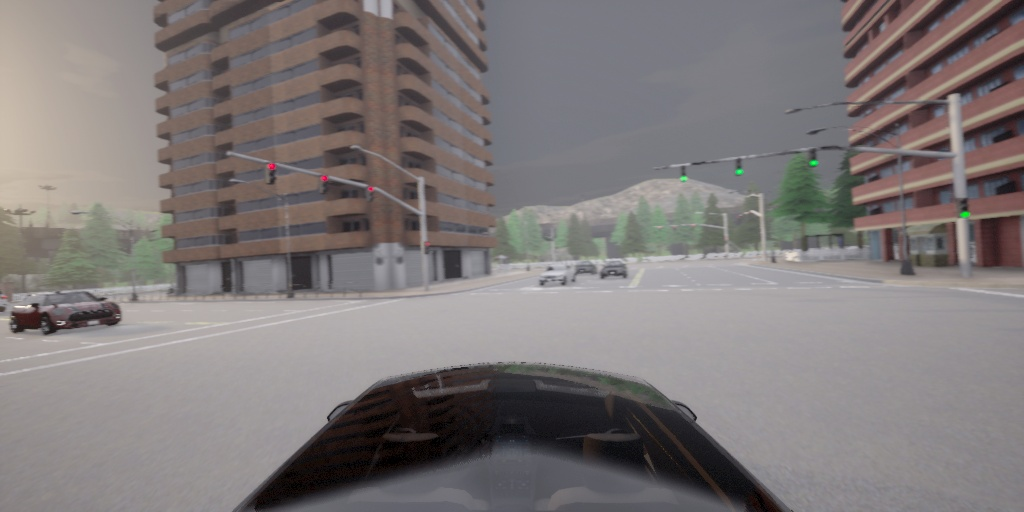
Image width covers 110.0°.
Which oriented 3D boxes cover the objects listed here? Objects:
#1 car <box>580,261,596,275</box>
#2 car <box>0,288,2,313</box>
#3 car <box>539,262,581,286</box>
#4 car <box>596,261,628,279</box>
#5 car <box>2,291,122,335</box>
[{"bbox_3d":[7.506,1.253,36.759,1.994,1.385,4.181,-3,-1,22],"label":"car"},{"bbox_3d":[-43.072,3.646,28.651,5.566,2.045,2.150,-3,-1,19],"label":"car"},{"bbox_3d":[3.470,1.337,26.707,1.812,1.442,4.674,-3,-1,24],"label":"car"},{"bbox_3d":[8.579,1.124,29.968,1.994,1.385,4.181,-3,-1,22],"label":"car"},{"bbox_3d":[-19.643,2.340,15.814,4.553,1.767,2.097,-4,-1,21],"label":"car"}]
